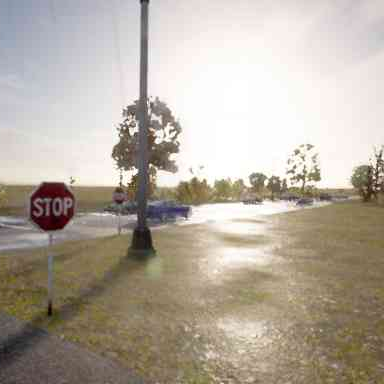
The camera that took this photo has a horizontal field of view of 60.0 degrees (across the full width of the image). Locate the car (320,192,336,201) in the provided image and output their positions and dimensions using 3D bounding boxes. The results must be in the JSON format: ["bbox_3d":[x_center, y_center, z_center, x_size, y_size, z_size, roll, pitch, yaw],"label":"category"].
[{"bbox_3d":[34.461,1.123,85.249,2.150,2.045,5.566,1,1,34],"label":"car"}]

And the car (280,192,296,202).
[{"bbox_3d":[20.533,1.035,70.950,2.150,2.045,5.566,1,1,34],"label":"car"}]

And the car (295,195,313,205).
[{"bbox_3d":[19.765,1.517,57.713,1.895,1.301,4.718,1,1,30],"label":"car"}]

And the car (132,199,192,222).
[{"bbox_3d":[-1.906,1.301,25.044,1.882,1.535,5.008,1,1,34],"label":"car"}]

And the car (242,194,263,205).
[{"bbox_3d":[10.020,1.122,55.330,2.097,1.767,4.553,1,1,34],"label":"car"}]

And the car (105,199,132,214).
[{"bbox_3d":[-6.145,1.322,31.309,1.994,1.385,4.181,1,1,34],"label":"car"}]
